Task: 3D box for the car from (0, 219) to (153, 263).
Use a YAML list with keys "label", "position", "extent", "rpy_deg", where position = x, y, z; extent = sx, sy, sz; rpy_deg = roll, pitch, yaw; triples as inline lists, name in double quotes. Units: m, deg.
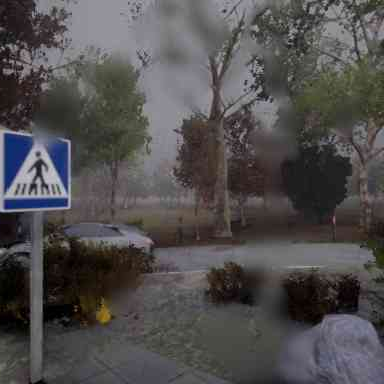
- label: "car"
  position: [-3.131, 1.495, 9.357]
  extent: [4.181, 1.385, 1.994]
  rpy_deg: [-1, 0, -7]
